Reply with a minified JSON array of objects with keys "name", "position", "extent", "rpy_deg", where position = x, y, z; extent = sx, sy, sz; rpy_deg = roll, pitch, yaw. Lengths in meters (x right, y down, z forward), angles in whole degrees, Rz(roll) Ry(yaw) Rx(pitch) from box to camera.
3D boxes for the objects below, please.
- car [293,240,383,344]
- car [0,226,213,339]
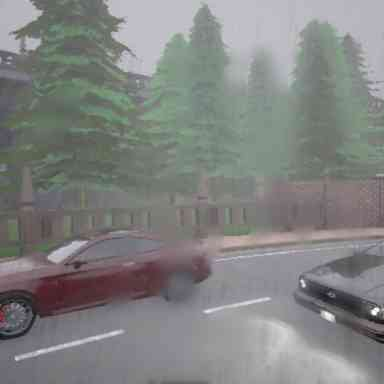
[{"name":"car","position":[4.470,1.387,5.886],"extent":[5.357,1.411,2.033],"rpy_deg":[-1,1,-22]},{"name":"car","position":[-1.784,1.449,6.501],"extent":[4.674,1.442,1.812],"rpy_deg":[-1,1,-30]}]
